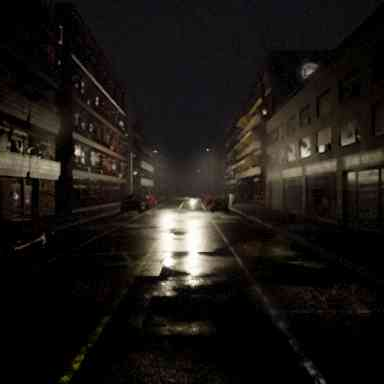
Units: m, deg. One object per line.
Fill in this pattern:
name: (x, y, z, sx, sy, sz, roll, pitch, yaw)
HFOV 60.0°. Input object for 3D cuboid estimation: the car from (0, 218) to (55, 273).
car: (-5.691, 1.514, 10.331, 1.802, 1.307, 4.206, 0, 0, 0)

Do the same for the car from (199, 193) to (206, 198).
car: (2.679, 0.929, 89.403, 1.752, 1.417, 4.829, 0, 0, 0)

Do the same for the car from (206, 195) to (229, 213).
car: (2.687, 1.308, 33.043, 1.752, 1.417, 4.829, 0, 0, 0)

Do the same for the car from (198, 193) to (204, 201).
car: (2.682, 1.108, 66.689, 2.008, 1.369, 4.403, 0, 0, 0)

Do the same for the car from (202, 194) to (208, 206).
car: (2.685, 1.253, 44.145, 1.887, 1.381, 4.507, 0, 0, 0)

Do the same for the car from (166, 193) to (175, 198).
car: (-5.703, 0.956, 89.237, 2.008, 1.369, 4.403, 0, 0, 0)

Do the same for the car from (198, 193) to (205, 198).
car: (2.677, 0.932, 94.870, 1.947, 1.339, 4.313, 0, 0, 0)

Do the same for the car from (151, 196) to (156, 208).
car: (-5.695, 1.187, 38.510, 1.967, 1.590, 4.097, 0, 0, 0)

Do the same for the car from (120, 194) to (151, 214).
car: (-5.693, 1.099, 32.874, 2.192, 1.841, 5.009, 0, 0, 0)

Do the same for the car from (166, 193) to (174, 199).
car: (-5.702, 0.994, 83.600, 2.008, 1.369, 4.403, 0, 0, 0)
